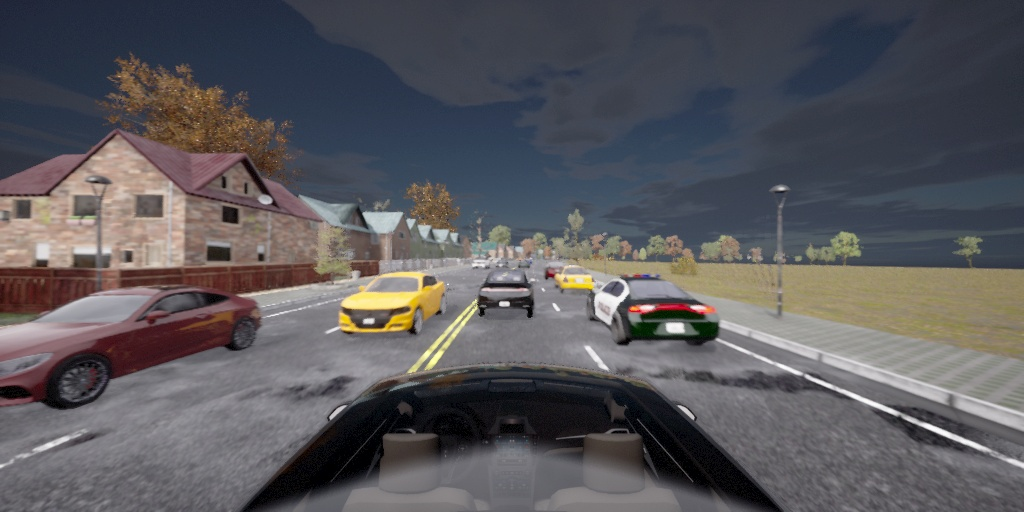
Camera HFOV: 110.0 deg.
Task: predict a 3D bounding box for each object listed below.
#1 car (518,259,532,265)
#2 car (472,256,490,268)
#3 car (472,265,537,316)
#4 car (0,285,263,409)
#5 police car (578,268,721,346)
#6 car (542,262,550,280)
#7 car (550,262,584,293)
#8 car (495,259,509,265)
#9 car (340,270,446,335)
[{"bbox_3d":[2.051,1.365,61.069,1.994,1.385,4.181,0,0,4],"label":"car"},{"bbox_3d":[-4.821,1.020,56.380,2.150,2.045,5.566,0,0,4],"label":"car"},{"bbox_3d":[-0.131,1.248,13.348,2.128,1.511,4.902,0,0,2],"label":"car"},{"bbox_3d":[-6.566,1.274,6.310,1.812,1.442,4.674,0,0,0],"label":"car"},{"bbox_3d":[3.289,1.260,9.593,2.038,1.542,4.974,0,0,1],"label":"police car"},{"bbox_3d":[3.767,1.272,31.505,2.163,1.488,4.792,0,0,2],"label":"car"},{"bbox_3d":[3.466,1.217,20.725,1.801,1.575,5.366,0,0,1],"label":"car"},{"bbox_3d":[-1.540,1.298,56.732,2.128,1.511,4.902,0,0,4],"label":"car"},{"bbox_3d":[-3.278,1.230,10.770,1.882,1.535,5.008,0,0,1],"label":"car"}]
